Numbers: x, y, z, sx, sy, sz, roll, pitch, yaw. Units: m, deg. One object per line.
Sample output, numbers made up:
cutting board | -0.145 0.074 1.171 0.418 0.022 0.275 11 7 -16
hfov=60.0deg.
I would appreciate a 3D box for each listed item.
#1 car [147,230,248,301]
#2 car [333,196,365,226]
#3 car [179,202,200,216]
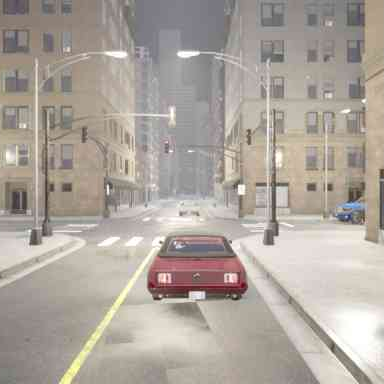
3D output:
car | 0.090 1.601 8.304 1.895 1.301 4.718 0 0 0
car | 12.720 1.184 22.925 5.566 2.045 2.150 0 0 0
car | -0.176 1.599 32.695 1.895 1.301 4.718 0 0 1
